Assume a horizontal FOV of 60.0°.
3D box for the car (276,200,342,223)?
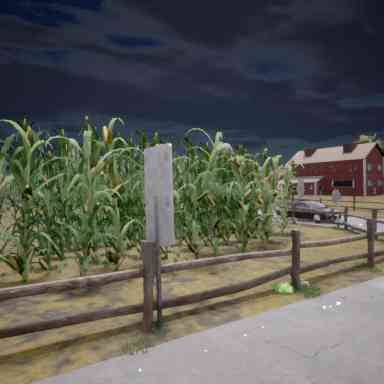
[{"bbox_3d":[8.382,1.342,24.215,1.837,1.490,4.892,-2,2,-34],"label":"car"}]
